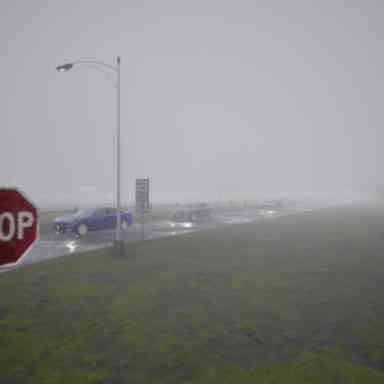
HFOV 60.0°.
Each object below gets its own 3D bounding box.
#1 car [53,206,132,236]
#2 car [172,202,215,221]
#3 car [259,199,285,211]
[{"bbox_3d":[-5.735,1.604,19.726,1.882,1.535,5.008,0,0,34],"label":"car"},{"bbox_3d":[0.232,1.628,28.606,1.837,1.490,4.892,0,0,34],"label":"car"},{"bbox_3d":[10.742,1.666,44.178,2.033,1.411,5.357,0,0,34],"label":"car"}]
